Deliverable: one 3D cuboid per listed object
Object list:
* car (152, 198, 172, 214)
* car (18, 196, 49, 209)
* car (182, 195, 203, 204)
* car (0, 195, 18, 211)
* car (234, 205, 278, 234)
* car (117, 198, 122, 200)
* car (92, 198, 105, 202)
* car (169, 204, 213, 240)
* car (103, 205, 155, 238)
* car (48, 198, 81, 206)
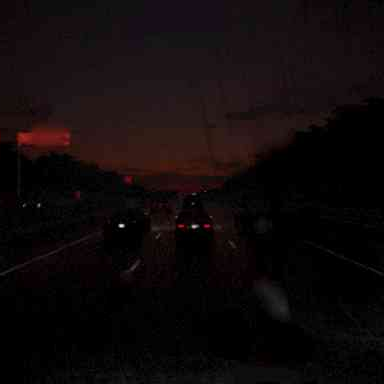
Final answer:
[{"bbox_3d":[-3.406,1.485,37.953,2.097,1.767,4.553,0,0,0],"label":"car"},{"bbox_3d":[-17.599,1.489,38.411,2.097,1.767,4.553,0,0,0],"label":"car"},{"bbox_3d":[0.093,1.350,37.371,2.150,2.045,5.566,0,0,0],"label":"car"},{"bbox_3d":[-21.102,1.344,36.815,2.150,2.045,5.566,0,0,0],"label":"car"},{"bbox_3d":[3.597,1.520,19.452,1.882,1.535,5.008,0,0,0],"label":"car"},{"bbox_3d":[-17.514,1.774,78.991,2.128,1.511,4.902,0,-1,0],"label":"car"},{"bbox_3d":[-21.013,2.050,74.796,1.837,1.490,4.892,0,-1,0],"label":"car"},{"bbox_3d":[0.097,1.584,17.251,2.033,1.411,5.357,0,0,0],"label":"car"},{"bbox_3d":[-3.402,1.603,18.057,1.994,1.385,4.181,0,0,0],"label":"car"},{"bbox_3d":[-14.099,1.628,38.151,2.128,1.511,4.902,0,-1,0],"label":"car"}]
